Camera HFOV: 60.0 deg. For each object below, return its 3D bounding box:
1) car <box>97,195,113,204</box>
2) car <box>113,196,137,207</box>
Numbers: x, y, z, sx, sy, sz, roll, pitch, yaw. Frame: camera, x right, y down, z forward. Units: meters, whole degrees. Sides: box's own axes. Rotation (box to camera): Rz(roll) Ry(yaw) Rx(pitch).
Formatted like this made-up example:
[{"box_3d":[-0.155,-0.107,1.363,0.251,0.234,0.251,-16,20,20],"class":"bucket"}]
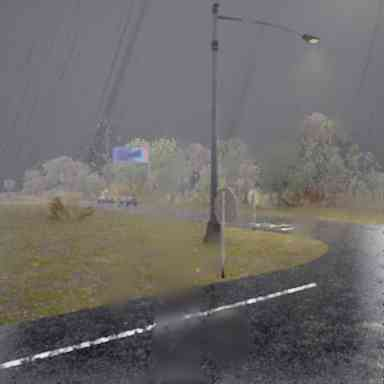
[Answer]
[{"box_3d":[-15.927,1.311,61.089,2.097,1.767,4.553,0,0,-34],"class":"car"},{"box_3d":[-10.259,1.482,52.598,1.837,1.490,4.892,0,0,-33],"class":"car"}]
